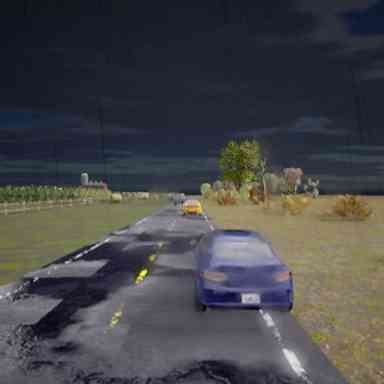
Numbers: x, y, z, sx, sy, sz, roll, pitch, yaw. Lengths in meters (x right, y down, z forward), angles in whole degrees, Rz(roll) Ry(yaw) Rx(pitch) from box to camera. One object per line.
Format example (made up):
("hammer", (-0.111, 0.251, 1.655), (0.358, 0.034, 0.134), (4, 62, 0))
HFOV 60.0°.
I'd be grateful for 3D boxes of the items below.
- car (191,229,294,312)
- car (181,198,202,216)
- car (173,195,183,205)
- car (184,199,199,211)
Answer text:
("car", (0.953, 1.580, 7.700), (1.812, 1.442, 4.674), (0, 0, 0))
("car", (0.030, 1.729, 36.590), (1.882, 1.535, 5.008), (0, 0, 0))
("car", (-2.846, 1.726, 72.301), (2.150, 2.045, 5.566), (0, 0, 0))
("car", (-0.036, 1.799, 46.770), (1.882, 1.535, 5.008), (0, 0, 1))
